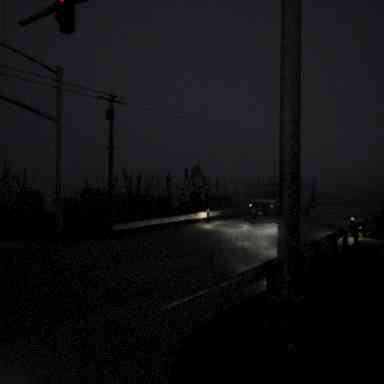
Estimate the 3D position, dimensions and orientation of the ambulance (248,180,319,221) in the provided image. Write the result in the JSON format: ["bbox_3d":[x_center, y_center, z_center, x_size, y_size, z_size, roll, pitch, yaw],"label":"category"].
[{"bbox_3d":[6.126,0.438,22.105,2.351,2.431,6.366,1,3,41],"label":"ambulance"}]
